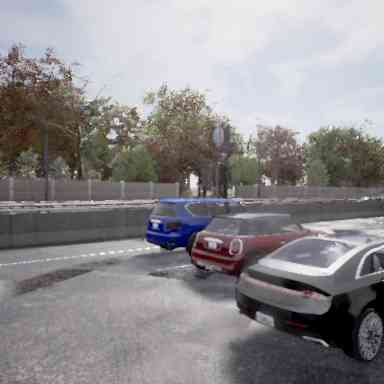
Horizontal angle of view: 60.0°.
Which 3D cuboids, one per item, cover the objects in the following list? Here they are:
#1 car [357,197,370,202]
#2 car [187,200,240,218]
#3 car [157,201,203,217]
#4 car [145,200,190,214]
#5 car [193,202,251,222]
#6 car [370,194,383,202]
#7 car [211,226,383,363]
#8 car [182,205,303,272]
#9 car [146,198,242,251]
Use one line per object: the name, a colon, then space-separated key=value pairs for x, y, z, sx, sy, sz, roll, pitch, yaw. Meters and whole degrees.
car: x=32.564 y=1.665 z=61.998 sx=4.902 sy=1.511 sz=2.128 roll=0 pitch=0 yaw=-36
car: x=2.087 y=1.575 z=31.444 sx=4.892 sy=1.490 sz=1.837 roll=0 pitch=0 yaw=-36
car: x=-1.198 y=1.643 z=33.388 sx=4.181 sy=1.385 sz=1.994 roll=0 pitch=0 yaw=-36
car: x=-2.678 y=1.614 z=36.635 sx=4.674 sy=1.442 sz=1.812 roll=0 pitch=0 yaw=-36
car: x=2.541 y=1.586 z=27.448 sx=4.674 sy=1.442 sz=1.812 roll=0 pitch=0 yaw=-36
car: x=34.623 y=1.354 z=59.169 sx=5.566 sy=2.045 sz=2.150 roll=0 pitch=0 yaw=-36
car: x=2.951 y=1.501 z=5.911 sx=4.902 sy=1.511 sz=2.128 roll=0 pitch=0 yaw=-36
car: x=2.252 y=1.371 z=9.729 sx=4.553 sy=1.767 sz=2.097 roll=0 pitch=0 yaw=-36
car: x=0.916 y=1.251 z=13.078 sx=5.566 sy=2.045 sz=2.150 roll=0 pitch=0 yaw=-36
